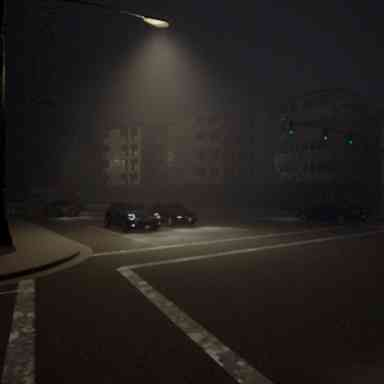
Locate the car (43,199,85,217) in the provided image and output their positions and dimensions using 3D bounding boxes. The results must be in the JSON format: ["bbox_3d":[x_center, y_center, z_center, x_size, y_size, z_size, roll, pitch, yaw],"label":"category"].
[{"bbox_3d":[-12.316,1.514,31.244,4.674,1.442,1.812,0,0,43],"label":"car"}]

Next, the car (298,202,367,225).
[{"bbox_3d":[10.288,1.501,24.732,1.882,1.535,5.008,0,0,-34],"label":"car"}]

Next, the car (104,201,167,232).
[{"bbox_3d":[-3.656,1.353,20.113,2.097,1.767,4.553,0,0,-33],"label":"car"}]

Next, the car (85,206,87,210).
[{"bbox_3d":[-14.204,1.536,37.477,5.357,1.411,2.033,0,0,36],"label":"car"}]

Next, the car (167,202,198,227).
[{"bbox_3d":[-1.525,1.510,23.168,1.837,1.490,4.892,0,0,-35],"label":"car"}]
